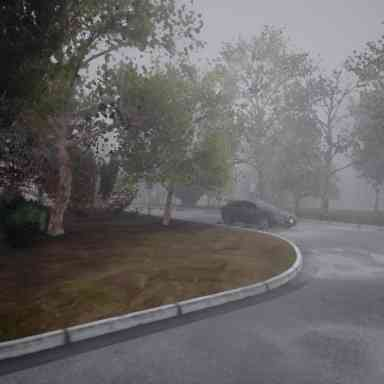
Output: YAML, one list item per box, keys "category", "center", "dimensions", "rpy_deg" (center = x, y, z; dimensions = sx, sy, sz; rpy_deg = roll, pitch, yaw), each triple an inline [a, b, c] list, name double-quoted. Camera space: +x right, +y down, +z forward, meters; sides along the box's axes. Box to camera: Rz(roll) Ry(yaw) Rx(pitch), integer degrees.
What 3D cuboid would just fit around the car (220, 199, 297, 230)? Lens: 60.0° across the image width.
- category: "car"
  center: [3.650, 1.205, 18.864]
  dimensions: [1.837, 1.490, 4.892]
  rpy_deg: [1, 0, -36]
